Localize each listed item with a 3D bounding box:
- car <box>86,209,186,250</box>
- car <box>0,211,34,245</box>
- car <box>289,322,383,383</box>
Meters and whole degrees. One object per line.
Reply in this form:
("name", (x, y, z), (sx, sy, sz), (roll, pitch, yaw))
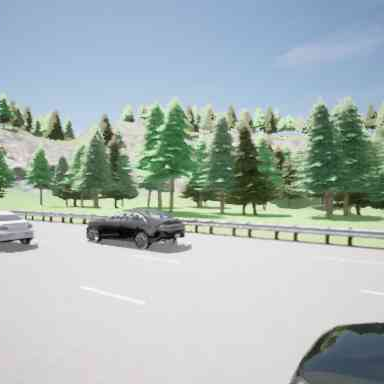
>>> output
("car", (-2.558, 1.493, 14.365), (4.902, 1.511, 2.128), (0, 0, 35))
("car", (-8.648, 1.527, 14.273), (4.674, 1.442, 1.812), (0, 0, 34))
("car", (2.725, 1.564, 2.050), (4.181, 1.385, 1.994), (0, 0, 35))
